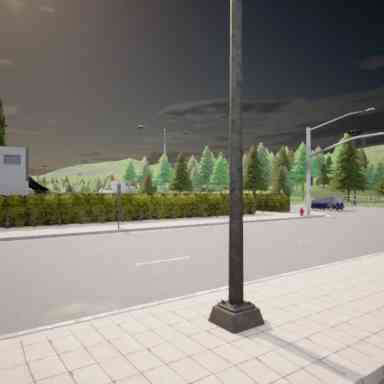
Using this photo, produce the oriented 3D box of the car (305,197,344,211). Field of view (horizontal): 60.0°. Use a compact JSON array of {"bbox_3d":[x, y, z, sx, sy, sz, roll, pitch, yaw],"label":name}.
[{"bbox_3d":[16.113,1.343,40.752,2.097,1.767,4.553,0,0,-35],"label":"car"}]
